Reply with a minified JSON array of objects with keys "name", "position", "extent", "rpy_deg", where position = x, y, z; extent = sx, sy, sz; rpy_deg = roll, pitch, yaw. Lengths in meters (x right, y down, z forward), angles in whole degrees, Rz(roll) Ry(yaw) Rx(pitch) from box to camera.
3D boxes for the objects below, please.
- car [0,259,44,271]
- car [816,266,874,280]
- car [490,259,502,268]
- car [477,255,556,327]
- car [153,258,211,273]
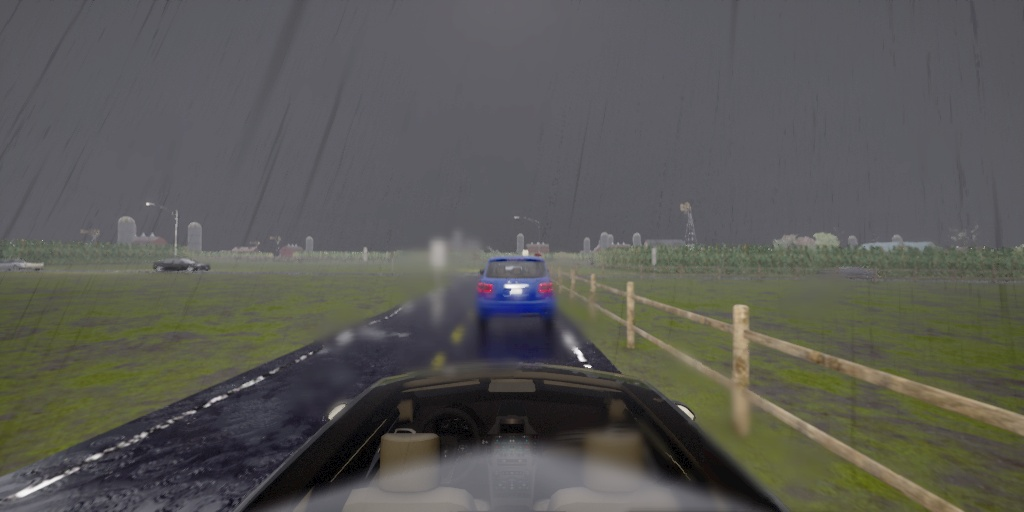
[{"name":"car","position":[-51.827,0.960,37.196],"extent":[4.718,1.301,1.895],"rpy_deg":[1,-1,0]},{"name":"car","position":[36.945,1.864,39.710],"extent":[5.357,1.411,2.033],"rpy_deg":[1,-1,0]},{"name":"car","position":[-2.794,1.385,64.086],"extent":[1.837,1.490,4.892],"rpy_deg":[0,0,0]},{"name":"car","position":[0.103,1.002,11.749],"extent":[2.150,2.045,5.566],"rpy_deg":[0,0,0]},{"name":"car","position":[-34.034,0.944,37.039],"extent":[5.008,1.535,1.882],"rpy_deg":[1,-1,0]}]
